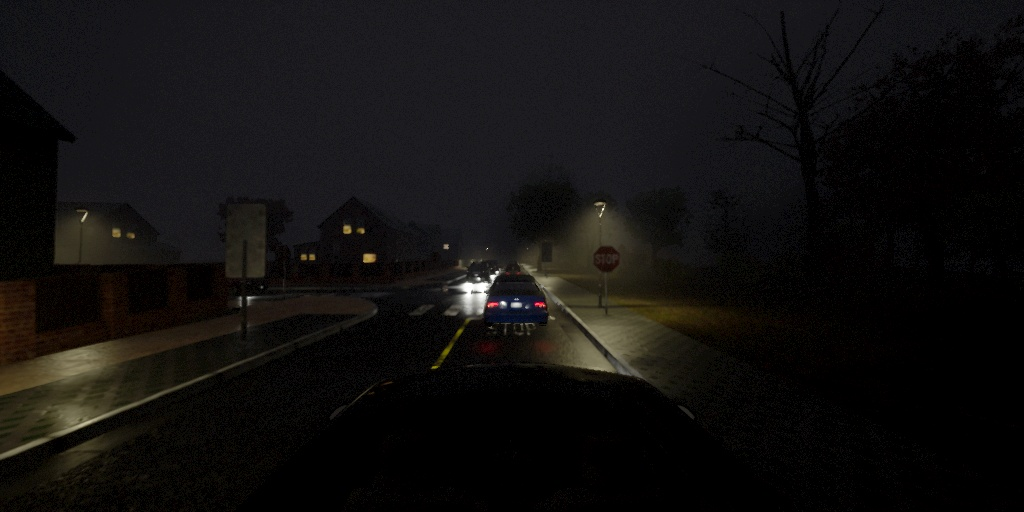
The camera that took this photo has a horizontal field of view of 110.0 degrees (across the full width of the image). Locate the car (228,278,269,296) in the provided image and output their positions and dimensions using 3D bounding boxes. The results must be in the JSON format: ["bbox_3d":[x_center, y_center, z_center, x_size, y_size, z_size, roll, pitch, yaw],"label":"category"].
[{"bbox_3d":[-14.778,1.281,17.929,4.674,1.442,1.812,0,-1,2],"label":"car"}]

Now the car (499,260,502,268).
[{"bbox_3d":[-2.784,1.328,51.186,1.837,1.490,4.892,0,0,0],"label":"car"}]

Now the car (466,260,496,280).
[{"bbox_3d":[-2.827,1.268,30.864,2.128,1.511,4.902,0,0,0],"label":"car"}]

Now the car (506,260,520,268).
[{"bbox_3d":[0.150,1.341,48.313,1.812,1.442,4.674,0,0,0],"label":"car"}]

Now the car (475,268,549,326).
[{"bbox_3d":[0.102,1.301,11.668,2.033,1.411,5.357,0,0,0],"label":"car"}]

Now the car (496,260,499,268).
[{"bbox_3d":[-2.806,1.301,40.971,1.837,1.490,4.892,0,0,0],"label":"car"}]

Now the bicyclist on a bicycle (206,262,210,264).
[{"bbox_3d":[-20.214,1.220,23.969,0.582,1.620,1.656,0,-1,2],"label":"bicyclist on a bicycle"}]
